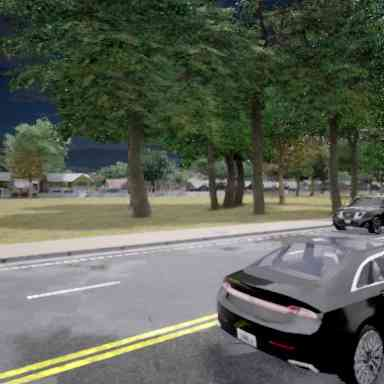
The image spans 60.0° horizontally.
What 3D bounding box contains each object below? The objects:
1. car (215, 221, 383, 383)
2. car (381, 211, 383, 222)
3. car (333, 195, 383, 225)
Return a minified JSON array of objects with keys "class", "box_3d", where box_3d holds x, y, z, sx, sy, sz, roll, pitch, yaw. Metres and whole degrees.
[{"class":"car","box_3d":[2.612,1.484,5.303,4.902,1.511,2.128,0,0,-35]},{"class":"car","box_3d":[11.128,1.579,15.614,4.718,1.301,1.895,0,0,-35]},{"class":"car","box_3d":[10.418,1.197,19.098,5.566,2.045,2.150,0,0,-35]}]
